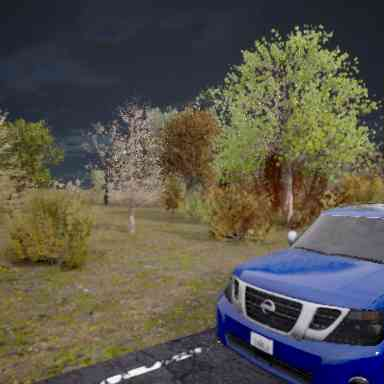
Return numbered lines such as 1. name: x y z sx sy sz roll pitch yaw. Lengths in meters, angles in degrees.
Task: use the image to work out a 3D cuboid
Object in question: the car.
1. car: 2.972 1.213 5.068 5.566 2.045 2.150 0 0 -35
